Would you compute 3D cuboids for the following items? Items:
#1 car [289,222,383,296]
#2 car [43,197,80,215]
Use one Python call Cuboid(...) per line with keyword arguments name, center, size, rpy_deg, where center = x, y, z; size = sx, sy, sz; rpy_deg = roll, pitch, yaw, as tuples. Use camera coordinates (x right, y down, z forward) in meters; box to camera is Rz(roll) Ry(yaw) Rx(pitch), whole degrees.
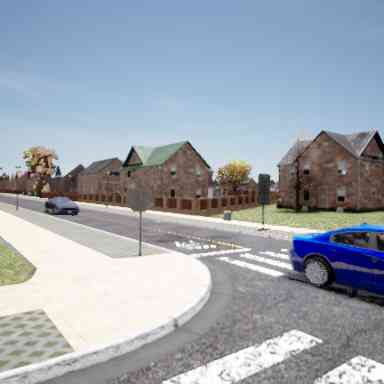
Cuboid(name="car", center=(4.469, 1.469, 7.041), size=(1.882, 1.535, 5.008), rpy_deg=(1, 0, -36))
Cuboid(name="car", center=(-11.194, 1.164, 28.343), size=(2.033, 1.411, 5.357), rpy_deg=(1, 0, -36))
